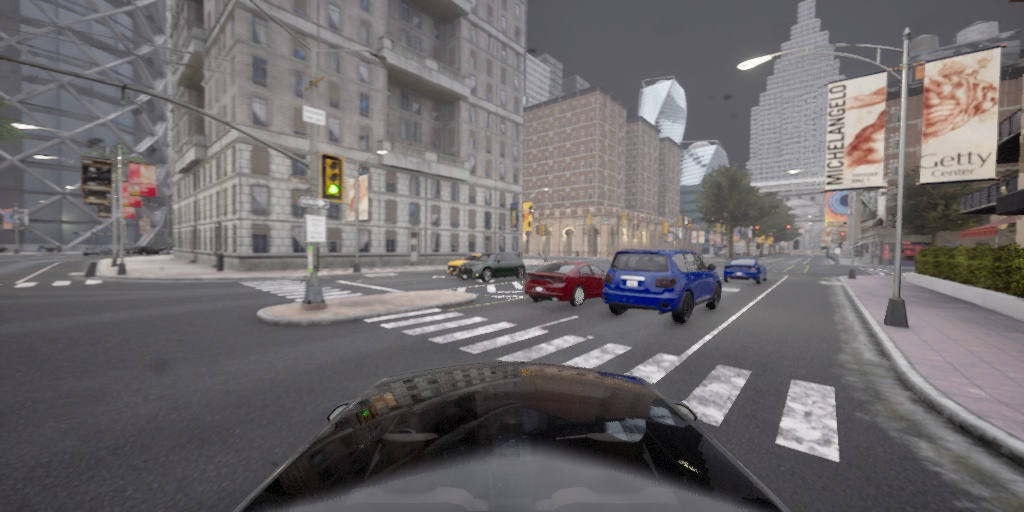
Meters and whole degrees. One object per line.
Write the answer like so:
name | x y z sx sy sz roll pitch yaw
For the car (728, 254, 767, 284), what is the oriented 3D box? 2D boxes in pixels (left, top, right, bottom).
car | 14.974 0.866 22.949 1.882 1.535 5.008 2 2 41

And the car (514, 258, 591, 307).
car | 2.522 0.946 13.883 1.882 1.535 5.008 2 2 41

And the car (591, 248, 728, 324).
car | 4.982 0.782 11.521 2.150 2.045 5.566 2 2 42

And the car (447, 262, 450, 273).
car | -2.447 0.574 25.972 1.882 1.535 5.008 2 2 41

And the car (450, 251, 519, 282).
car | -1.223 0.565 22.025 2.097 1.767 4.553 2 2 41
